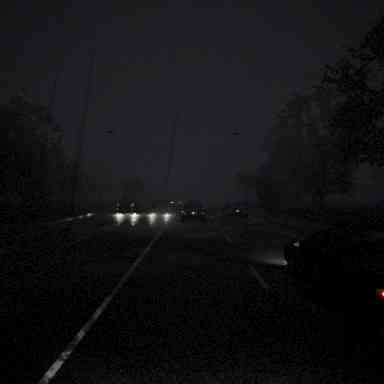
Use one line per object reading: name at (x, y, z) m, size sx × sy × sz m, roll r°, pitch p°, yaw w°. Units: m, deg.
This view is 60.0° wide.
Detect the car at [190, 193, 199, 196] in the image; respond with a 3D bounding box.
car at (0.680, 1.116, 78.738) m, size 1.837 × 1.490 × 4.892 m, roll 0°, pitch 0°, yaw 12°

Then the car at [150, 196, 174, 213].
car at (-3.482, 1.478, 37.237) m, size 1.882 × 1.535 × 5.008 m, roll 0°, pitch 0°, yaw 1°

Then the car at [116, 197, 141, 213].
car at (-6.984, 1.352, 36.938) m, size 2.097 × 1.767 × 4.553 m, roll 0°, pitch 0°, yaw 1°

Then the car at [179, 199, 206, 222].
car at (0.100, 1.548, 26.102) m, size 2.033 × 1.411 × 5.357 m, roll 0°, pitch 0°, yaw 0°

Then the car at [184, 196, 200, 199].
car at (0.343, 1.565, 42.905) m, size 1.994 × 1.385 × 4.181 m, roll 0°, pitch 0°, yaw 2°

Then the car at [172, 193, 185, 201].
car at (-3.204, 1.169, 77.309) m, size 2.150 × 2.045 × 5.566 m, roll 0°, pitch 0°, yaw 12°

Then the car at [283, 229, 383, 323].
car at (3.597, 1.548, 7.433) m, size 2.033 × 1.411 × 5.357 m, roll 0°, pitch 0°, yaw 0°

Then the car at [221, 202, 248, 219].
car at (3.608, 1.548, 28.706) m, size 2.033 × 1.411 × 5.357 m, roll 0°, pitch 0°, yaw 0°
